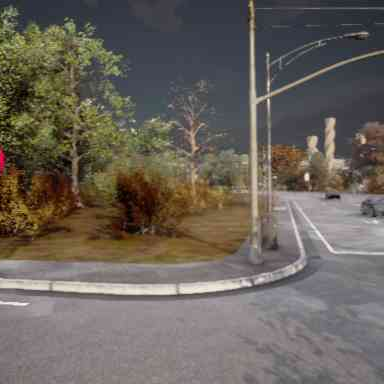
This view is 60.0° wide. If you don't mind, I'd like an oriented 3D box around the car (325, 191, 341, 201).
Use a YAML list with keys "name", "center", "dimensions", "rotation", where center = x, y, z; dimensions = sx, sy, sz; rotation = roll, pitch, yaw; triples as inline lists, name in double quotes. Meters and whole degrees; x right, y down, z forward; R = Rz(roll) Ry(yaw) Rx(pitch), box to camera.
- name: "car"
  center: [21.224, 0.584, 49.997]
  dimensions: [1.895, 1.301, 4.718]
  rotation: [-1, 2, 18]

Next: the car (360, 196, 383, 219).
- name: "car"
  center: [13.852, 1.101, 24.581]
  dimensions: [2.128, 1.511, 4.902]
  rotation: [-1, 1, 15]
